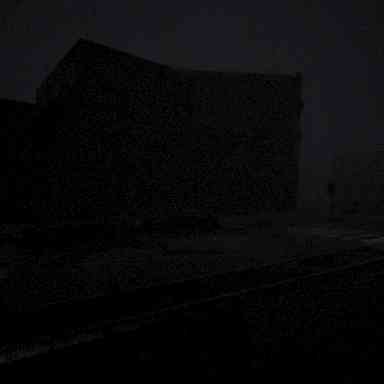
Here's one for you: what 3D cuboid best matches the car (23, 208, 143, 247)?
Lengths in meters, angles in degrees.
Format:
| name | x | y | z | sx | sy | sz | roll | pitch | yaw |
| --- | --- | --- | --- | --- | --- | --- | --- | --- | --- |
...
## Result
| name | x | y | z | sx | sy | sz | roll | pitch | yaw |
| --- | --- | --- | --- | --- | --- | --- | --- | --- | --- |
| car | -5.010 | 1.493 | 15.119 | 4.792 | 1.488 | 2.163 | 0 | 0 | -36 |

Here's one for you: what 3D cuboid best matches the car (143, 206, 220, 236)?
| name | x | y | z | sx | sy | sz | roll | pitch | yaw |
| --- | --- | --- | --- | --- | --- | --- | --- | --- | --- |
| car | -0.554 | 1.507 | 18.336 | 4.674 | 1.452 | 2.002 | 0 | -2 | -36 |
